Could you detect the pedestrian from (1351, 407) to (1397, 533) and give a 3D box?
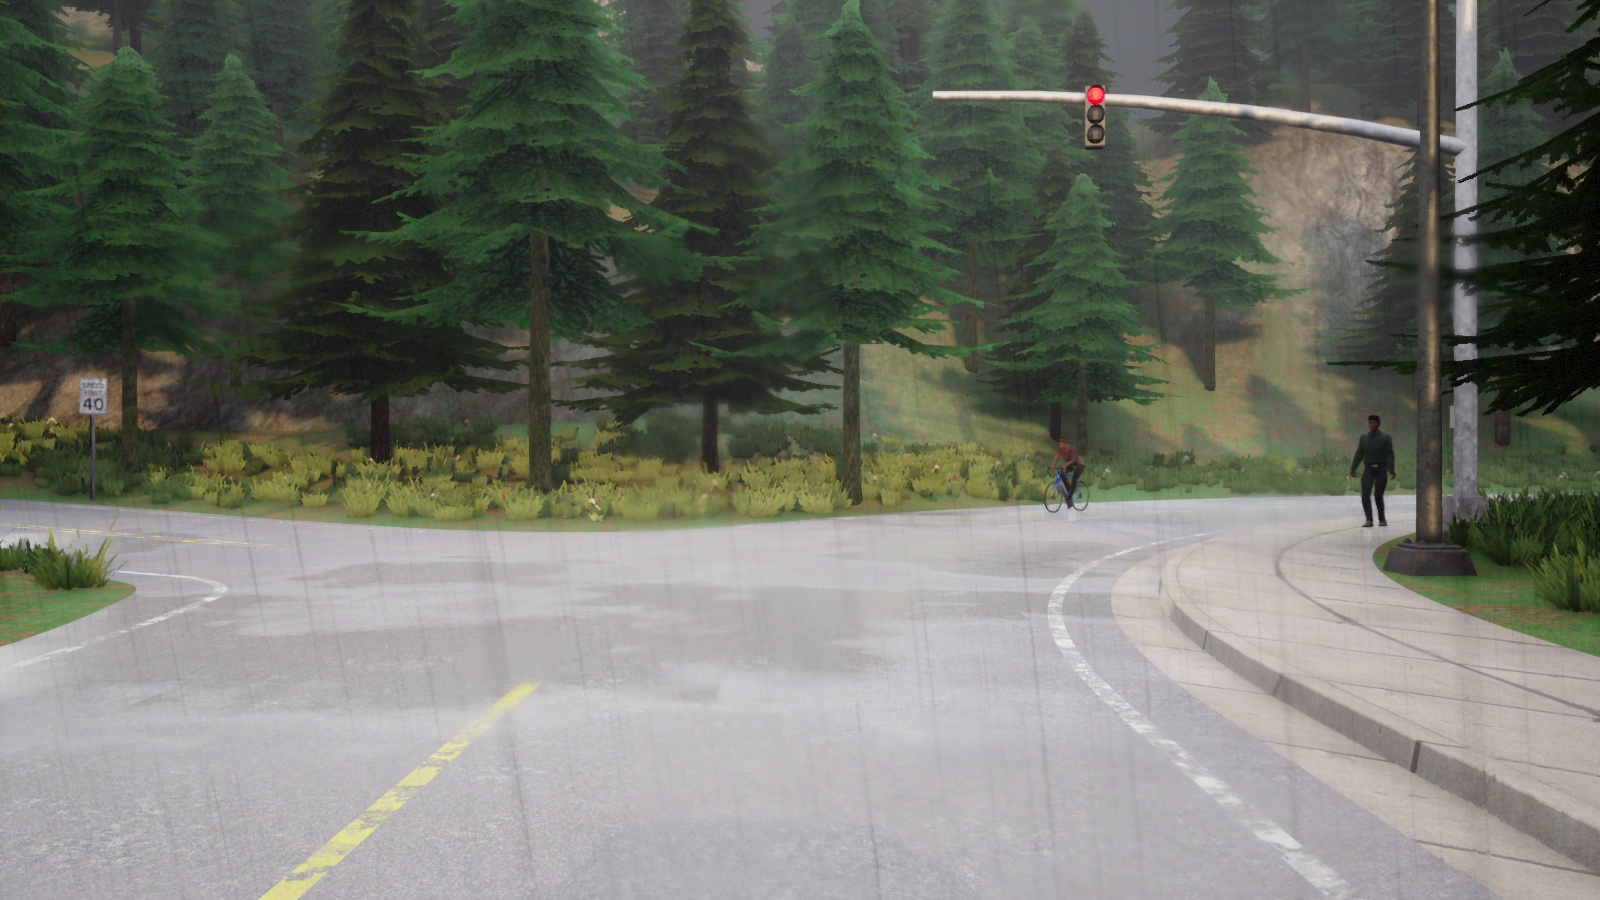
[{"bbox_3d":[9.025,0.304,19.750,0.423,1.949,0.788,0,0,43],"label":"pedestrian"}]

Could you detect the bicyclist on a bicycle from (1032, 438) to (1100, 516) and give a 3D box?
[{"bbox_3d":[5.724,0.552,26.975,1.656,1.620,0.582,-1,1,-43],"label":"bicyclist on a bicycle"}]
